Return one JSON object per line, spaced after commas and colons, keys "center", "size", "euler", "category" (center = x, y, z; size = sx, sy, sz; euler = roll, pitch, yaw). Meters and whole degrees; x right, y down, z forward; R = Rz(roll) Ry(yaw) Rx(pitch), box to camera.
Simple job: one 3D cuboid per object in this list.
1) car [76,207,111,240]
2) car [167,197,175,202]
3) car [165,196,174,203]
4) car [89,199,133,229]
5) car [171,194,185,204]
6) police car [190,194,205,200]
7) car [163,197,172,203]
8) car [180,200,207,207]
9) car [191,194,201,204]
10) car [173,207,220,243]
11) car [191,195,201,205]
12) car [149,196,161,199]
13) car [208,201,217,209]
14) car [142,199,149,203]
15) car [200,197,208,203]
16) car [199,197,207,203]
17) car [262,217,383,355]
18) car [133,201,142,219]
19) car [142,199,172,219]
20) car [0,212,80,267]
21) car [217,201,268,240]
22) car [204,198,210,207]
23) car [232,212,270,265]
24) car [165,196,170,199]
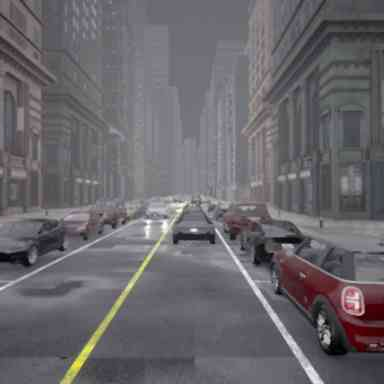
{"center": [-5.766, 1.667, 17.336], "size": [1.802, 1.307, 4.206], "euler": [0, 0, 0], "category": "car"}
{"center": [-5.792, 1.994, 90.158], "size": [1.887, 1.381, 4.507], "euler": [0, 0, 0], "category": "car"}
{"center": [-5.789, 1.861, 84.557], "size": [1.967, 1.590, 4.097], "euler": [0, 0, 0], "category": "car"}
{"center": [-5.767, 1.428, 22.939], "size": [2.192, 1.841, 5.009], "euler": [0, 0, 0], "category": "car"}
{"center": [-3.026, 1.802, 72.633], "size": [1.882, 1.535, 5.008], "euler": [0, 0, 0], "category": "car"}
{"center": [0.878, 1.729, 61.552], "size": [1.930, 1.638, 5.238], "euler": [0, 0, 0], "category": "police car"}
{"center": [-5.787, 1.917, 78.785], "size": [1.752, 1.417, 4.829], "euler": [0, 0, 0], "category": "car"}
{"center": [0.086, 1.720, 31.852], "size": [1.994, 1.385, 4.181], "euler": [0, 0, 0], "category": "car"}
{"center": [0.873, 1.610, 77.474], "size": [2.150, 2.045, 5.566], "euler": [0, 0, 0], "category": "car"}
{"center": [0.091, 1.645, 16.463], "size": [1.994, 1.385, 4.181], "euler": [0, 0, 0], "category": "car"}
{"center": [0.795, 1.578, 71.465], "size": [2.150, 2.045, 5.566], "euler": [0, 0, -1], "category": "car"}
{"center": [-5.775, 1.663, 45.345], "size": [1.967, 1.590, 4.097], "euler": [0, 0, 0], "category": "car"}
{"center": [2.755, 1.691, 28.547], "size": [2.008, 1.369, 4.403], "euler": [0, 0, 0], "category": "car"}
{"center": [-5.772, 1.719, 34.141], "size": [2.008, 1.369, 4.403], "euler": [0, 0, 0], "category": "car"}
{"center": [2.738, 1.919, 79.136], "size": [1.752, 1.417, 4.829], "euler": [0, 0, 0], "category": "car"}
{"center": [2.736, 1.966, 84.568], "size": [1.887, 1.381, 4.507], "euler": [0, 0, 0], "category": "car"}
{"center": [2.764, 1.471, 6.139], "size": [1.967, 1.590, 4.097], "euler": [0, 0, 0], "category": "car"}
{"center": [-5.770, 1.665, 28.370], "size": [1.752, 1.417, 4.829], "euler": [0, 0, 0], "category": "car"}
{"center": [-3.108, 1.676, 30.553], "size": [1.812, 1.442, 4.674], "euler": [0, 0, 0], "category": "car"}
{"center": [-5.764, 1.624, 11.734], "size": [1.947, 1.339, 4.313], "euler": [0, 0, 0], "category": "car"}
{"center": [2.760, 1.400, 17.343], "size": [2.192, 1.841, 5.009], "euler": [0, 0, 0], "category": "car"}
{"center": [2.752, 1.740, 39.751], "size": [1.887, 1.381, 4.507], "euler": [0, 0, 0], "category": "car"}
{"center": [2.761, 1.624, 11.741], "size": [1.947, 1.339, 4.313], "euler": [0, 0, 0], "category": "car"}
{"center": [-5.782, 1.852, 62.150], "size": [1.887, 1.381, 4.507], "euler": [0, 0, 0], "category": "car"}
